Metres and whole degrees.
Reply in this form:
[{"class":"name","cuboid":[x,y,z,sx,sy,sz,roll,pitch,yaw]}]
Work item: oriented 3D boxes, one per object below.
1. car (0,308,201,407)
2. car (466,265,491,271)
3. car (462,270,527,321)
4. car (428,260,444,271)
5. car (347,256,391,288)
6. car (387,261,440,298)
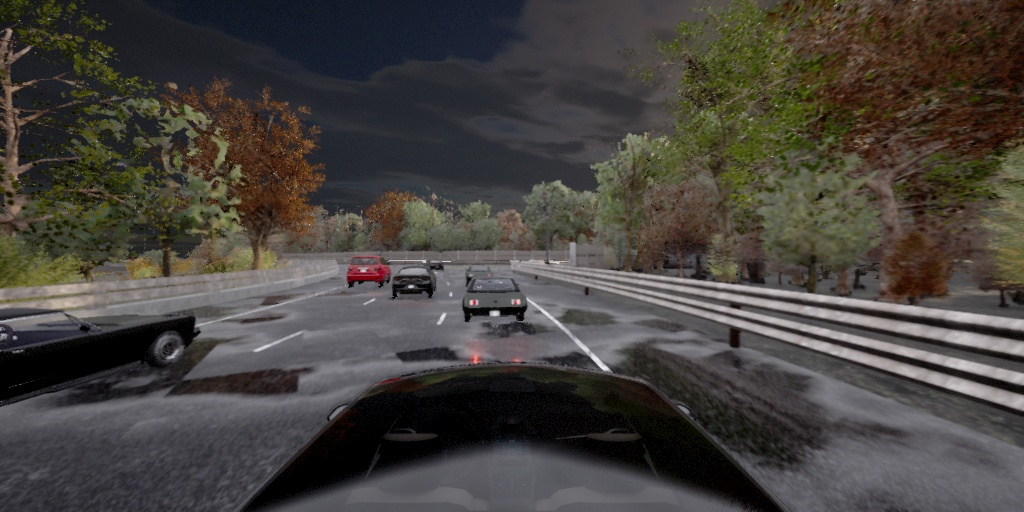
[{"class":"car","cuboid":[-7.082,1.376,4.969,1.895,1.301,4.718,0,0,-2]},{"class":"car","cuboid":[-2.497,1.354,26.870,1.895,1.301,4.718,0,0,-8]},{"class":"car","cuboid":[-0.670,1.351,12.422,1.895,1.301,4.718,0,0,-5]},{"class":"car","cuboid":[-10.672,1.255,48.582,1.882,1.535,5.008,0,0,-25]},{"class":"car","cuboid":[-9.658,1.001,24.516,2.150,2.045,5.566,0,0,-13]},{"class":"car","cuboid":[-4.990,1.241,18.742,1.882,1.535,5.008,0,0,-9]}]
